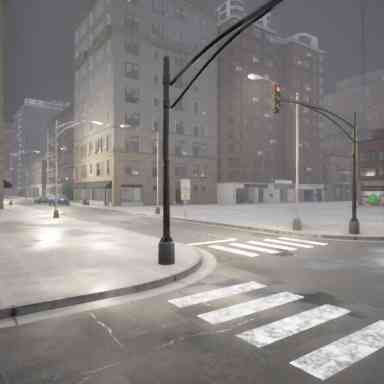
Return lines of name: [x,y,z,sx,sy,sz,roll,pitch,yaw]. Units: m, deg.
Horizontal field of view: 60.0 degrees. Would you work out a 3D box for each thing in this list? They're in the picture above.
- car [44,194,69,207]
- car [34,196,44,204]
car: [-19.237,1.123,47.744,2.097,1.767,4.553,0,0,-36]
car: [-25.380,1.287,56.348,1.994,1.385,4.181,0,0,-36]
